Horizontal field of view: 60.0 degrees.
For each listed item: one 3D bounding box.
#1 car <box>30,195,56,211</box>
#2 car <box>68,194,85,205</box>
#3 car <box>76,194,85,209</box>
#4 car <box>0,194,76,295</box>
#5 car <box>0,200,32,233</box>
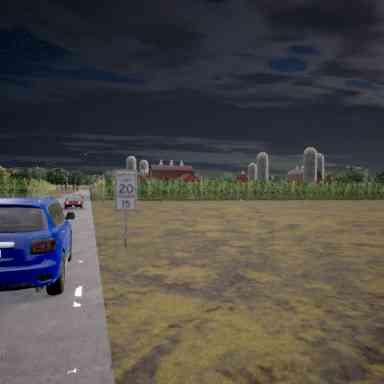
[{"bbox_3d":[-15.130,1.093,33.962,1.837,1.490,4.892,0,0,-17],"label":"car"},{"bbox_3d":[-16.114,0.997,46.659,2.033,1.411,5.357,0,1,-17],"label":"car"},{"bbox_3d":[-13.091,1.170,37.056,1.895,1.301,4.718,0,1,-17],"label":"car"},{"bbox_3d":[-4.228,1.130,8.280,2.150,2.045,5.566,0,1,-17],"label":"car"},{"bbox_3d":[-10.478,1.293,18.842,1.812,1.442,4.674,0,1,-17],"label":"car"}]
